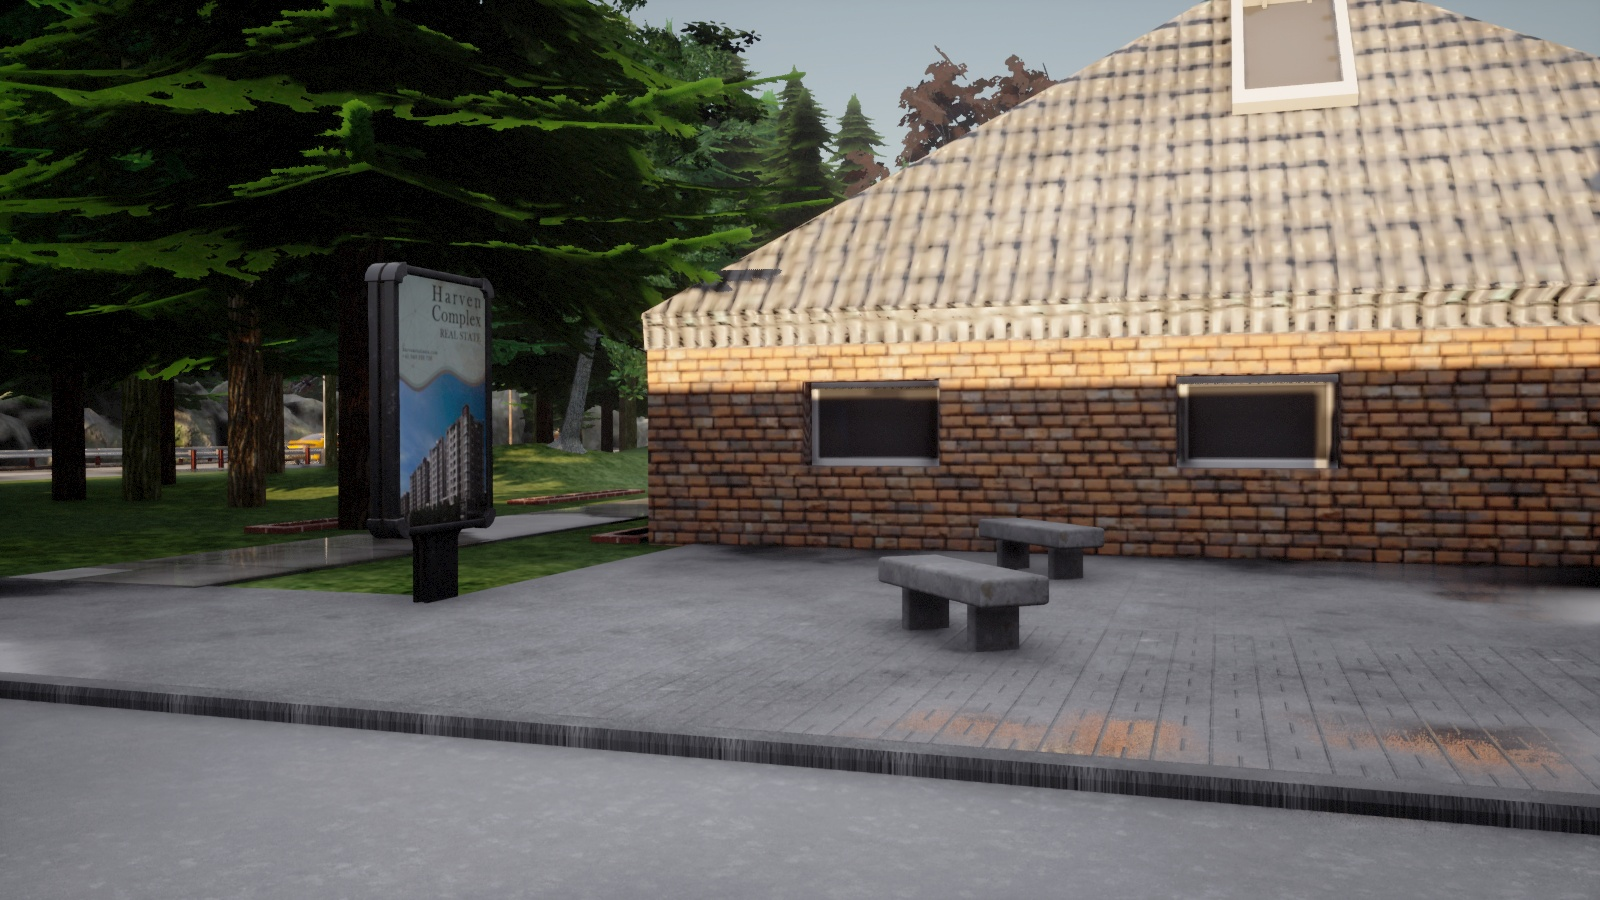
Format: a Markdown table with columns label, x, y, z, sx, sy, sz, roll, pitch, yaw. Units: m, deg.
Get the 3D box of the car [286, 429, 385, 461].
| label | x | y | z | sx | sy | sz | roll | pitch | yaw |
| --- | --- | --- | --- | --- | --- | --- | --- | --- | --- |
| car | -22.893 | -0.276 | 62.089 | 1.882 | 1.535 | 5.008 | 1 | 1 | 18 |
